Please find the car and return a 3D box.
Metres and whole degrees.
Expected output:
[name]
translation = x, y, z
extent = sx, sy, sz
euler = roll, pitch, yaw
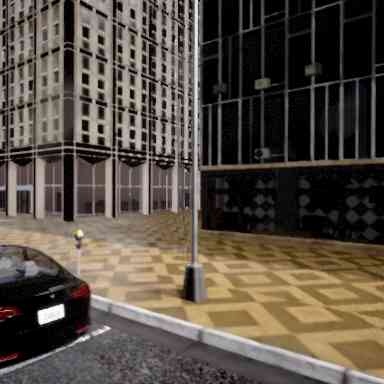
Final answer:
[car]
translation = -3.424, 1.528, 5.314
extent = 4.313, 1.339, 1.947
euler = 0, 0, 35
